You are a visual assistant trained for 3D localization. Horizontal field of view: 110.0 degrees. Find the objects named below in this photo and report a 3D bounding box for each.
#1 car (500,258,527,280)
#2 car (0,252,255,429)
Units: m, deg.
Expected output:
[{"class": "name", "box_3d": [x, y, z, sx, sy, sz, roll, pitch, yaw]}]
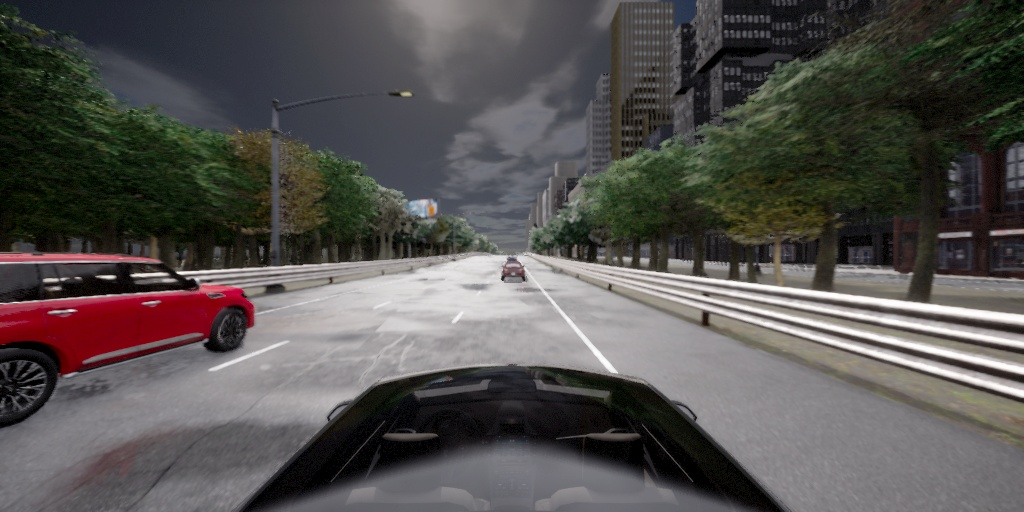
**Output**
[{"class": "car", "box_3d": [0.103, 1.162, 29.220, 1.812, 1.442, 4.674, 0, 0, 0]}, {"class": "car", "box_3d": [-6.900, 0.971, 5.722, 2.150, 2.045, 5.566, 0, 0, 0]}]
